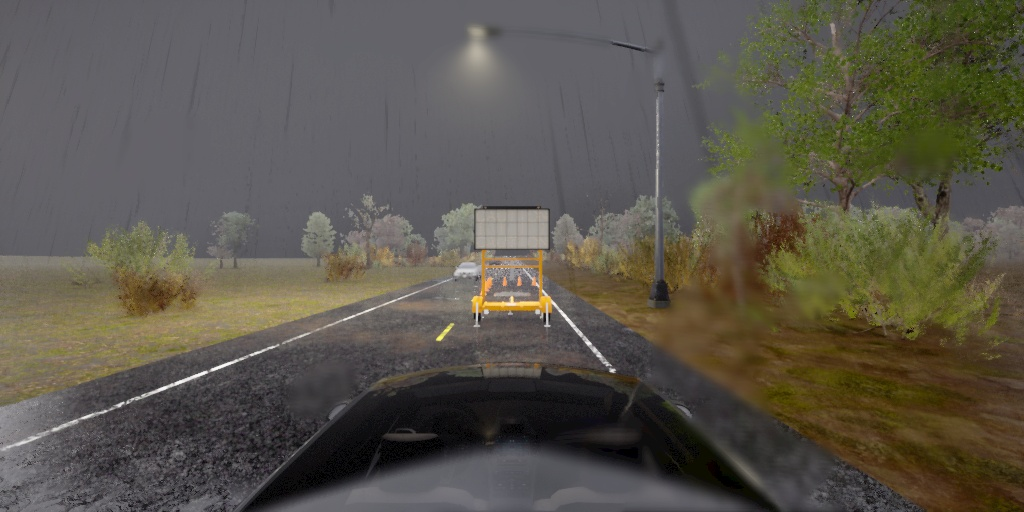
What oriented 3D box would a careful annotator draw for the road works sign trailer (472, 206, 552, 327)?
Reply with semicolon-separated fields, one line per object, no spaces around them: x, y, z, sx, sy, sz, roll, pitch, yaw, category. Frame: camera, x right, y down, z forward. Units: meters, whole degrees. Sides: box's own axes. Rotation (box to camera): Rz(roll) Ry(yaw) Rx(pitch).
0.002;0.214;11.529;2.380;3.560;2.880;0;0;0;road works sign trailer

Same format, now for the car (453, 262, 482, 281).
-3.594;1.265;29.568;1.812;1.442;4.674;0;0;0;car
